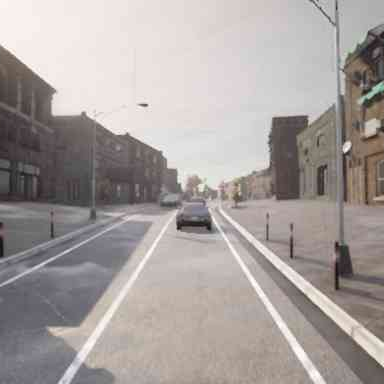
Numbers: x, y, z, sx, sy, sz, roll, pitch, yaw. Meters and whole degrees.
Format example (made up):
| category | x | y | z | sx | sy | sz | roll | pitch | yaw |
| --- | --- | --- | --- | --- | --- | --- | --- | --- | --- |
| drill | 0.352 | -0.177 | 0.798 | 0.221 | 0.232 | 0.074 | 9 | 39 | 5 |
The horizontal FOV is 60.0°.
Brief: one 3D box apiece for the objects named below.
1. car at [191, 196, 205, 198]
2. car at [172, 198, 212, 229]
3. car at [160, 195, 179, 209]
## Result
| category | x | y | z | sx | sy | sz | roll | pitch | yaw |
| --- | --- | --- | --- | --- | --- | --- | --- | --- | --- |
| car | 0.699 | 1.133 | 36.949 | 2.128 | 1.511 | 4.902 | 0 | 0 | 4 |
| car | 0.120 | 1.303 | 19.436 | 1.994 | 1.385 | 4.181 | 0 | 1 | 0 |
| car | -2.398 | 1.138 | 38.236 | 1.882 | 1.535 | 5.008 | 0 | 0 | 5 |
